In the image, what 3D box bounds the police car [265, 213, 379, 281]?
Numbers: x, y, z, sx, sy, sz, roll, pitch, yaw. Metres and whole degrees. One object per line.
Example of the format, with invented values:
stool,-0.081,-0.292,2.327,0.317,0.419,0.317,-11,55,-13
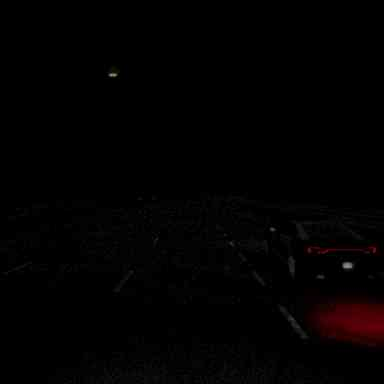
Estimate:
police car,3.526,1.475,10.116,1.930,1.638,5.238,0,0,0
